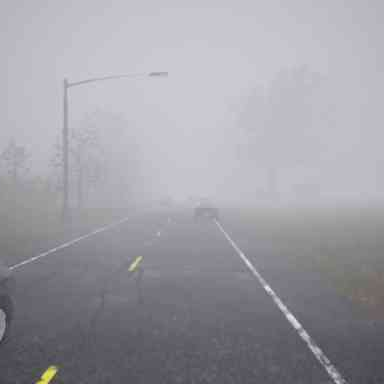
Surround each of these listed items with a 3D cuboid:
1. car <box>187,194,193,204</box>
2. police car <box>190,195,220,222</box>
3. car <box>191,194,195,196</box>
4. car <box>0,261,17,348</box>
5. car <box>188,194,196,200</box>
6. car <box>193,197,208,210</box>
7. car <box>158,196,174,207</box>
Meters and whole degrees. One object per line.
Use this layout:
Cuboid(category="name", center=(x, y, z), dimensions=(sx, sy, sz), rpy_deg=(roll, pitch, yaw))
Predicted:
Cuboid(category="car", center=(-0.009, 1.238, 59.115), dimensions=(1.882, 1.535, 5.008), rpy_deg=(0, 0, 0))
Cuboid(category="police car", center=(1.046, 1.333, 25.767), dimensions=(1.930, 1.638, 5.238), rpy_deg=(0, 0, 0))
Cuboid(category="car", center=(1.045, 1.323, 35.848), dimensions=(1.801, 1.575, 5.366), rpy_deg=(0, 0, 0))
Cuboid(category="car", center=(-3.600, 1.495, 3.185), dimensions=(1.837, 1.490, 4.892), rpy_deg=(0, 0, 0))
Cuboid(category="car", center=(-0.011, 1.081, 77.030), dimensions=(1.994, 1.385, 4.181), rpy_deg=(0, 0, 0))
Cuboid(category="car", center=(1.044, 1.368, 41.659), dimensions=(1.812, 1.442, 4.674), rpy_deg=(0, 0, 0))
Cuboid(category="car", center=(-3.586, 1.326, 46.719), dimensions=(1.837, 1.490, 4.892), rpy_deg=(0, 0, 0))
